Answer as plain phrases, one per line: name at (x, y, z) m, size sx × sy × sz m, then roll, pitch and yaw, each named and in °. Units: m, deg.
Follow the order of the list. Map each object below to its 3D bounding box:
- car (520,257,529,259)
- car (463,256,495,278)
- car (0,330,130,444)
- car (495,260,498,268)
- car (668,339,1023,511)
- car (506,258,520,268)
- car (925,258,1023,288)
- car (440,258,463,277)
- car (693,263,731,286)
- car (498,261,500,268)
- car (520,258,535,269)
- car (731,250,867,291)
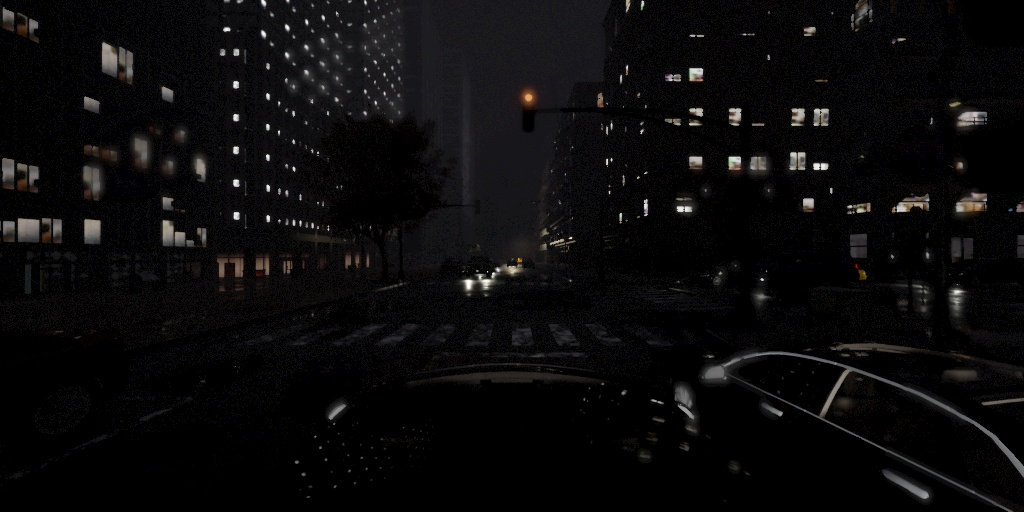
car at (2.719, 1.316, 62.763) m, size 1.751 × 1.417 × 4.829 m, roll 0°, pitch 0°, yaw 0°
car at (-3.084, 0.986, 34.609) m, size 2.150 × 2.045 × 5.566 m, roll 0°, pitch 0°, yaw 0°
car at (-5.692, 1.295, 2.597) m, size 1.888 × 1.381 × 4.507 m, roll 0°, pitch 0°, yaw 0°
car at (-3.079, 1.298, 44.859) m, size 1.812 × 1.442 × 4.674 m, roll 0°, pitch 0°, yaw 0°
car at (2.689, 1.300, 2.592) m, size 2.007 × 1.370 × 4.403 m, roll 0°, pitch 0°, yaw 0°
car at (0.029, 1.284, 64.303) m, size 2.128 × 1.511 × 4.902 m, roll 0°, pitch 0°, yaw 0°
car at (25.527, 0.883, 19.529) m, size 4.892 × 1.490 × 1.837 m, roll -1°, pitch 0°, yaw -1°
car at (-5.676, 1.079, 34.984) m, size 2.192 × 1.841 × 5.009 m, roll 0°, pitch 0°, yaw 0°
car at (13.444, 1.095, 22.003) m, size 4.403 × 1.370 × 2.007 m, roll 0°, pitch 0°, yaw -1°
car at (-3.030, 1.390, 61.931) m, size 1.895 × 1.301 × 4.718 m, roll 0°, pitch 0°, yaw 1°
car at (2.717, 1.349, 57.071) m, size 1.948 × 1.339 × 4.313 m, roll 0°, pitch 0°, yaw 0°
car at (15.435, 0.740, 19.434) m, size 5.566 × 2.045 × 2.150 m, roll -1°, pitch 0°, yaw -1°
